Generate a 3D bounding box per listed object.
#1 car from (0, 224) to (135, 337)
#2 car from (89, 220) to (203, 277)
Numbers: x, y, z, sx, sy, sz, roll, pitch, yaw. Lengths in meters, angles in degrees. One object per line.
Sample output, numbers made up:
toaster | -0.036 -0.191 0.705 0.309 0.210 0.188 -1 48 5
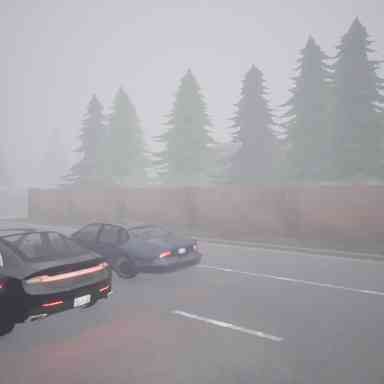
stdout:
car | -3.690 1.492 6.643 4.902 1.511 2.128 0 0 36
car | -2.290 1.548 9.947 5.357 1.411 2.033 0 0 36
